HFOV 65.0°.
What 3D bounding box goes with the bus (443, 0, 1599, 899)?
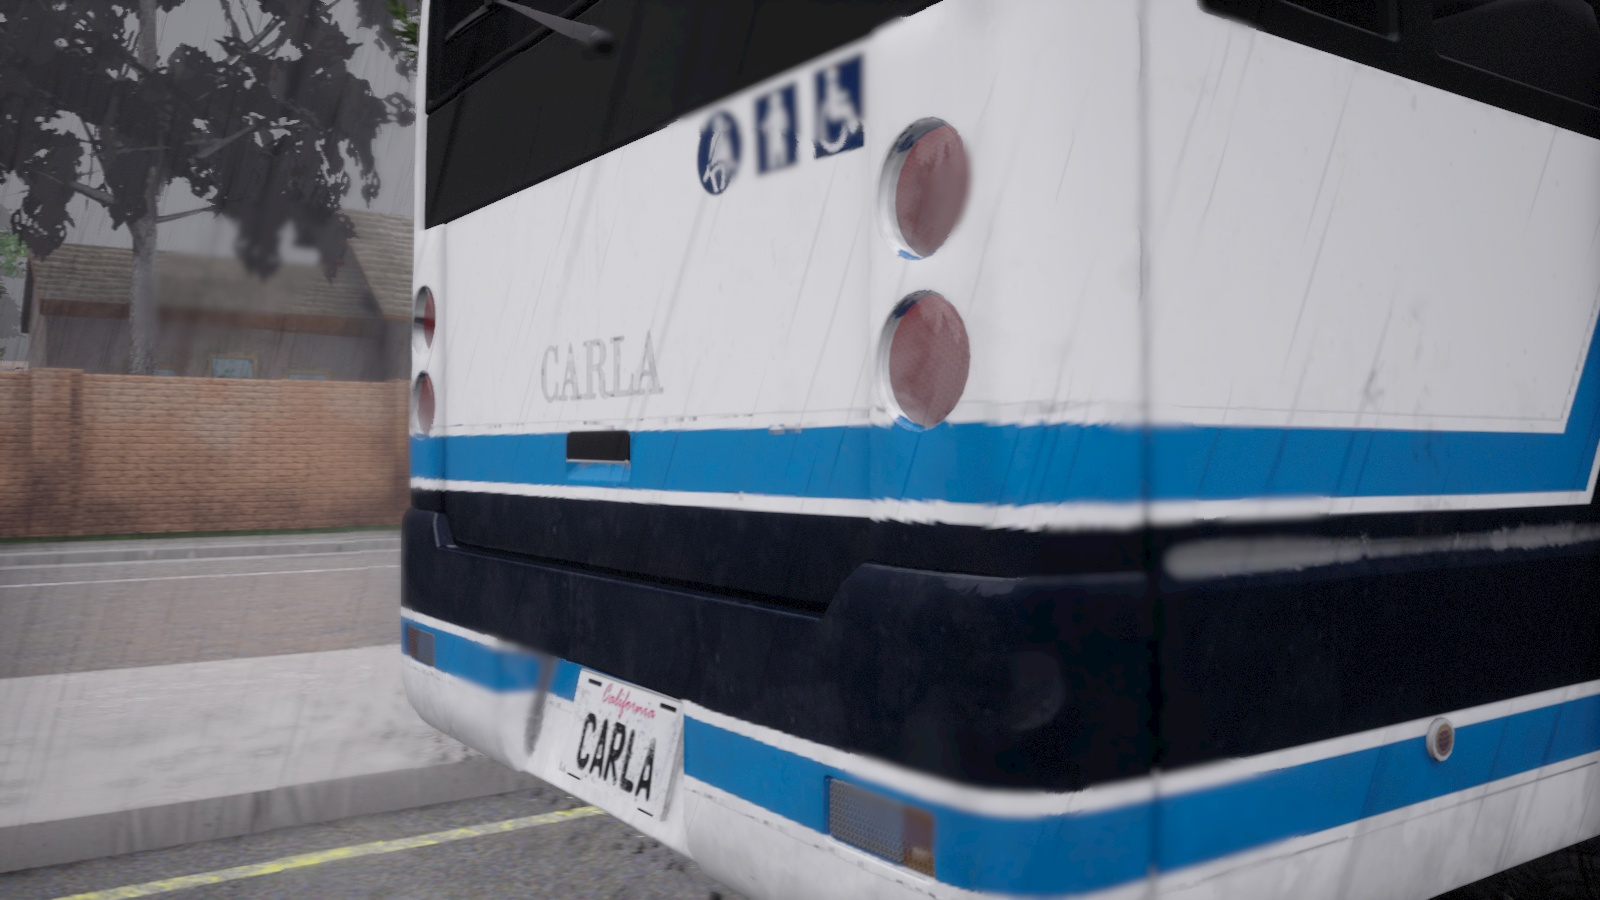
[{"bbox_3d":[3.905,-0.624,6.382,10.273,4.253,3.944,0,0,-35],"label":"bus"}]
